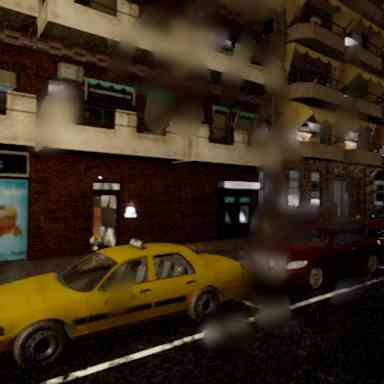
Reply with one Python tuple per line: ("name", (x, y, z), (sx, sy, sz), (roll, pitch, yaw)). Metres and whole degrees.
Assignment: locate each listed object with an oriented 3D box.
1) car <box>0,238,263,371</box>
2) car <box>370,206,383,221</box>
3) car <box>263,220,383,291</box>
("car", (-1.170, 1.523, 5.666), (4.829, 1.417, 1.752), (0, 1, -35))
("car", (8.000, 1.302, 12.205), (5.009, 1.841, 2.192), (0, 1, -35))
("car", (3.482, 1.574, 8.987), (4.206, 1.307, 1.802), (0, 1, -35))
